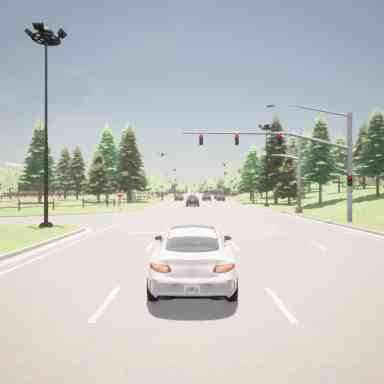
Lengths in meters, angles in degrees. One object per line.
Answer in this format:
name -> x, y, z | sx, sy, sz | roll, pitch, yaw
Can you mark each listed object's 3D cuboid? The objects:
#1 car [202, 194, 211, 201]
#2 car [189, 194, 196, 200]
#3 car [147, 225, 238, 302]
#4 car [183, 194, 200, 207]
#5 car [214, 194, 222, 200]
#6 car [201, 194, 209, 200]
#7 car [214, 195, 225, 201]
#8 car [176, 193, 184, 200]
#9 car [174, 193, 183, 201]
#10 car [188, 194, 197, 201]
car -> 3.653, 1.348, 83.040 | 2.097, 1.767, 4.553 | 0, 0, 0
car -> 0.171, 1.332, 93.079 | 1.837, 1.490, 4.892 | 0, 0, 0
car -> 0.021, 1.526, 8.143 | 1.812, 1.442, 4.674 | 0, 0, 0
car -> 0.096, 1.352, 52.017 | 2.097, 1.767, 4.553 | 0, 0, 0
car -> 7.171, 1.385, 93.067 | 1.994, 1.385, 4.181 | 0, 0, 0
car -> 3.671, 1.372, 93.073 | 2.033, 1.411, 5.357 | 0, 0, 0
car -> 7.152, 1.517, 82.647 | 2.128, 1.511, 4.902 | 0, 0, 0
car -> -3.329, 1.187, 93.056 | 2.097, 1.767, 4.553 | 0, 0, 0
car -> -3.347, 1.544, 83.049 | 1.994, 1.385, 4.181 | 0, 0, 0
car -> 0.153, 1.348, 83.046 | 2.097, 1.767, 4.553 | 0, 0, 0
